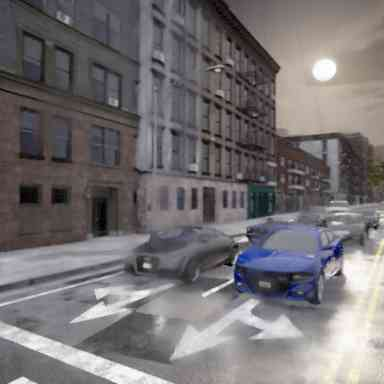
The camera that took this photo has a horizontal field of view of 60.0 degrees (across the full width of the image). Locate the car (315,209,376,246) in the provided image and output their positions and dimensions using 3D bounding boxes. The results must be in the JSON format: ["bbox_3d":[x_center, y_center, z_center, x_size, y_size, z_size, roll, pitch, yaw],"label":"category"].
[{"bbox_3d":[8.256,1.862,17.599,2.128,1.511,4.902,-1,-1,32],"label":"car"}]

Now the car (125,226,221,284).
[{"bbox_3d":[-0.114,1.775,10.367,1.994,1.385,4.181,-1,-1,32],"label":"car"}]

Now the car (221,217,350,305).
[{"bbox_3d":[2.807,1.659,8.905,1.882,1.535,5.008,-1,-1,32],"label":"car"}]

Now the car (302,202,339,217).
[{"bbox_3d":[9.877,1.909,26.286,2.097,1.767,4.553,-1,-1,32],"label":"car"}]

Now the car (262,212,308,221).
[{"bbox_3d":[4.543,1.975,17.790,1.895,1.301,4.718,-1,-1,32],"label":"car"}]

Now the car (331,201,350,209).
[{"bbox_3d":[15.550,1.969,35.310,2.150,2.045,5.566,-1,-1,29],"label":"car"}]

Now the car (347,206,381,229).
[{"bbox_3d":[13.720,2.062,26.292,1.837,1.490,4.892,-1,-1,32],"label":"car"}]
